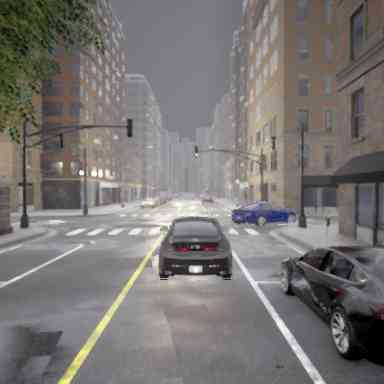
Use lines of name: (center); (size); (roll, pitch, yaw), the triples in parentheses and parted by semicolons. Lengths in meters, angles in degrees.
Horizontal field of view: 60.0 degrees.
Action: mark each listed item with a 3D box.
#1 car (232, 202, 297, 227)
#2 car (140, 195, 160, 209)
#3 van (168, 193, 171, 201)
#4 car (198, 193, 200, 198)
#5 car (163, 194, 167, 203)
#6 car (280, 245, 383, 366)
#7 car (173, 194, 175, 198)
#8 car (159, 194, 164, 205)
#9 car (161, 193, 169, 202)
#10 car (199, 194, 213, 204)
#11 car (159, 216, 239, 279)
car: (4.892, 1.419, 22.101); (5.008, 1.535, 1.882); (0, -1, -37)
car: (-5.686, 1.402, 43.558); (1.752, 1.417, 4.829); (0, 0, 0)
van: (-5.696, 1.168, 65.531); (1.690, 1.788, 3.998); (0, 0, 0)
car: (2.828, 1.368, 71.017); (2.008, 1.369, 4.403); (0, 0, 0)
car: (-5.691, 1.395, 54.630); (1.887, 1.381, 4.507); (0, 0, 0)
car: (2.854, 1.551, 5.743); (1.947, 1.339, 4.313); (0, 0, 0)
car: (-5.700, 1.122, 76.432); (2.192, 1.841, 5.009); (0, 0, 0)
car: (-5.688, 1.414, 49.179); (2.008, 1.369, 4.403); (0, 0, 0)
car: (-5.693, 1.383, 60.081); (1.887, 1.381, 4.507); (0, 0, 0)
car: (2.831, 1.279, 60.120); (1.967, 1.590, 4.097); (0, 0, 0)
car: (0.088, 1.479, 9.923); (1.837, 1.490, 4.892); (0, 0, 0)
